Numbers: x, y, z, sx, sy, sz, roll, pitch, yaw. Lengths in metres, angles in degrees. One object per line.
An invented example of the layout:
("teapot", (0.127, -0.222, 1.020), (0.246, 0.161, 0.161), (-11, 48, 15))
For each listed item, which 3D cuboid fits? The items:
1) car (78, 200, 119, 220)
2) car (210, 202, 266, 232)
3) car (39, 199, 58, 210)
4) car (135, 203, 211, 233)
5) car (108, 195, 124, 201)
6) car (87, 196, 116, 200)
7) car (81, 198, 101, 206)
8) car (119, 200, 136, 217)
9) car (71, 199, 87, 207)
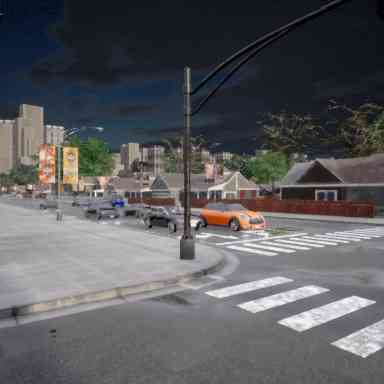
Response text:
("car", (-8.350, 1.723, 30.467), (2.033, 1.411, 5.357), (0, 0, -35))
("car", (2.431, 1.440, 20.955), (2.097, 1.767, 4.553), (0, 0, -36))
("car", (-20.841, 1.827, 48.203), (1.837, 1.490, 4.892), (0, -1, -35))
("car", (-1.312, 1.592, 20.585), (2.128, 1.511, 4.902), (0, 0, -35))
("car", (-12.966, 1.522, 54.124), (2.150, 2.045, 5.566), (0, 0, -36))
("car", (-13.382, 1.785, 49.106), (1.837, 1.490, 4.892), (0, 0, -35))
("car", (-19.115, 1.906, 62.605), (2.033, 1.411, 5.357), (0, 0, -35))
("car", (-4.869, 1.729, 31.180), (1.994, 1.385, 4.181), (0, 0, -35))
("car", (-19.431, 1.886, 57.591), (2.033, 1.411, 5.357), (0, 0, -34))
